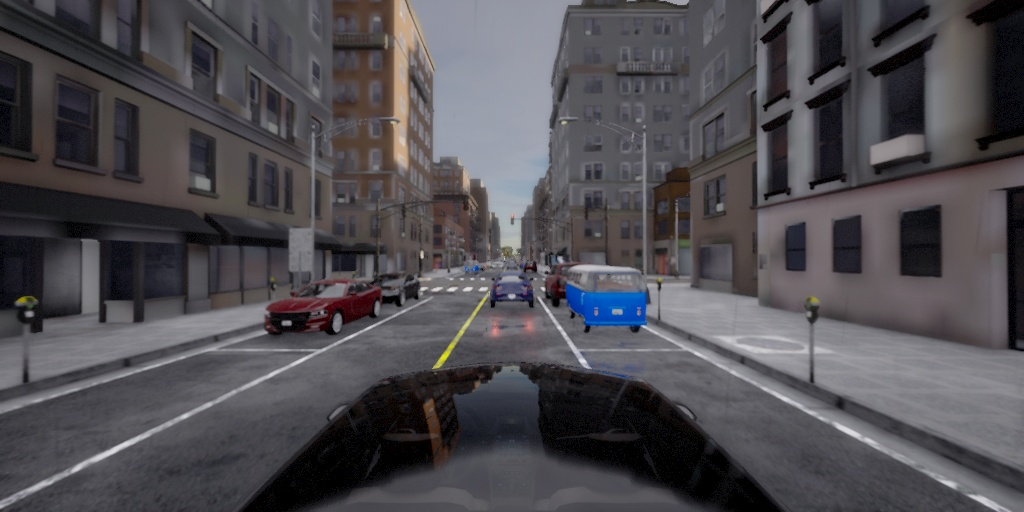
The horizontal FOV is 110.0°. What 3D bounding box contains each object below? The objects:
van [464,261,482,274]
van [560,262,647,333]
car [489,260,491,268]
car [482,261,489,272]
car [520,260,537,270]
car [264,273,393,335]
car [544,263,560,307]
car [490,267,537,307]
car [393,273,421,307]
[{"bbox_3d":[-5.402,1.520,48.289,1.690,1.789,3.998,0,0,0],"label":"van"},{"bbox_3d":[2.639,1.176,10.815,1.690,1.789,3.998,0,0,0],"label":"van"},{"bbox_3d":[-5.396,1.873,64.507,1.888,1.381,4.507,0,0,0],"label":"car"},{"bbox_3d":[-5.398,1.844,59.101,1.948,1.339,4.313,0,0,0],"label":"car"},{"bbox_3d":[2.711,1.543,53.696,2.192,1.841,5.009,0,0,0],"label":"car"},{"bbox_3d":[-5.387,1.380,10.816,1.888,1.381,4.507,0,0,0],"label":"car"},{"bbox_3d":[2.639,1.201,16.326,2.192,1.841,5.009,0,0,0],"label":"car"},{"bbox_3d":[0.018,1.411,16.218,1.812,1.442,4.674,0,0,1],"label":"car"},{"bbox_3d":[-5.386,1.452,16.327,1.948,1.339,4.313,0,0,0],"label":"car"}]
